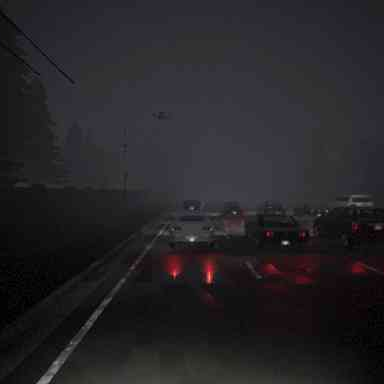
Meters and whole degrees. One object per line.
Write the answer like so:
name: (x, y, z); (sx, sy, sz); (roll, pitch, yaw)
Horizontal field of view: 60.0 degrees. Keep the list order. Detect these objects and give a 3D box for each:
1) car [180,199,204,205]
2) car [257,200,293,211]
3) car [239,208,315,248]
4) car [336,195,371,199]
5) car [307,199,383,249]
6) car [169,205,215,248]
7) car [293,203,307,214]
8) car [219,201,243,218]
car: (0.000, 1.363, 29.620); (2.097, 1.767, 4.553); (0, 0, 0)
car: (7.000, 1.493, 29.650); (2.128, 1.511, 4.902); (0, 0, 0)
car: (3.500, 1.613, 14.680); (1.895, 1.301, 4.718); (0, 0, 0)
car: (14.000, 1.255, 29.680); (2.150, 2.045, 5.566); (0, 0, 0)
car: (7.000, 1.363, 14.620); (2.097, 1.767, 4.553); (0, 0, 0)
car: (0.000, 1.530, 14.650); (1.812, 1.442, 4.674); (0, 0, 0)
car: (10.500, 1.614, 29.680); (1.895, 1.301, 4.718); (0, 0, 0)
car: (3.500, 1.530, 29.650); (1.812, 1.442, 4.674); (0, 0, 0)
